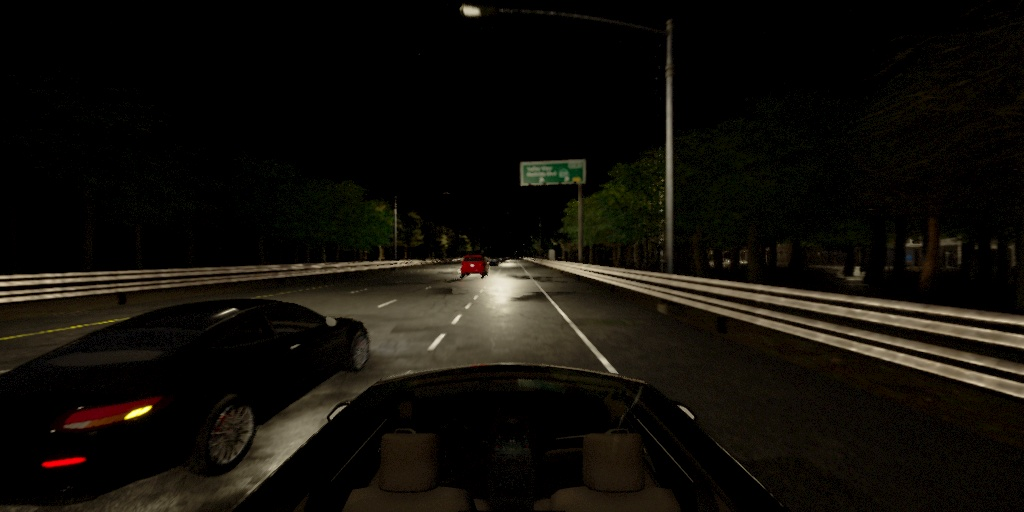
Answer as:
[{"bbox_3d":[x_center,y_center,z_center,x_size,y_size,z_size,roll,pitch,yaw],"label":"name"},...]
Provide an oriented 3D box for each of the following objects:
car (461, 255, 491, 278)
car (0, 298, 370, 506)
[{"bbox_3d":[-3.467,0.963,33.864,2.150,2.045,5.566,0,0,0],"label":"car"},{"bbox_3d":[-3.501,1.275,4.638,1.812,1.442,4.674,0,0,0],"label":"car"}]
